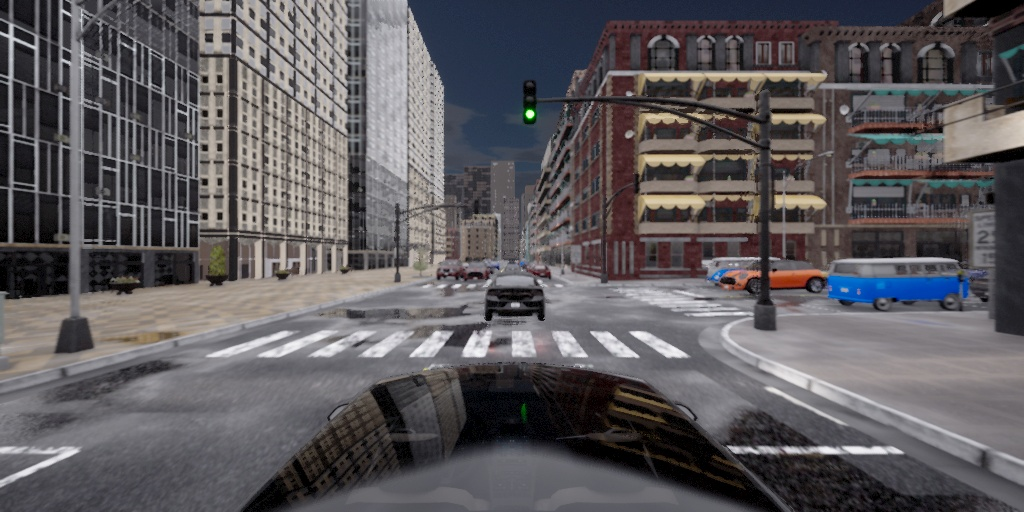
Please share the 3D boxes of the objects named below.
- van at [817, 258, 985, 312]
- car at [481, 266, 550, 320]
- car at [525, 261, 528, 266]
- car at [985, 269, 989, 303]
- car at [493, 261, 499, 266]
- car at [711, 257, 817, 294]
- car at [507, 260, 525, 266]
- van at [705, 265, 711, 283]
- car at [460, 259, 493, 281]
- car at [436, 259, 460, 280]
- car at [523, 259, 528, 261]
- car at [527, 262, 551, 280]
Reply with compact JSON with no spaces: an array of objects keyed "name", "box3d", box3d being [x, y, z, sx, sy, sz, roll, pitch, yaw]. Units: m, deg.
[{"name":"van","box3d":[13.739,0.963,12.838,3.998,1.789,1.690,0,0,0]},{"name":"car","box3d":[0.097,1.289,12.966,1.882,1.535,5.008,0,0,0]},{"name":"car","box3d":[2.680,1.509,39.169,1.888,1.381,4.507,0,0,0]},{"name":"car","box3d":[19.340,1.096,12.873,4.403,1.370,2.007,0,0,0]},{"name":"car","box3d":[-3.083,1.536,43.637,2.033,1.411,5.357,0,0,0]},{"name":"car","box3d":[13.305,0.983,18.598,4.553,1.767,2.097,-1,0,-1]},{"name":"car","box3d":[0.092,1.521,40.944,2.033,1.411,5.357,0,0,0]},{"name":"van","box3d":[13.715,0.968,21.219,3.998,1.789,1.690,0,0,0]},{"name":"car","box3d":[-3.077,1.273,31.973,2.097,1.767,4.553,0,0,-1]},{"name":"car","box3d":[-5.699,1.245,33.641,2.192,1.841,5.009,0,0,0]},{"name":"car","box3d":[2.679,1.436,44.697,1.967,1.591,4.097,0,0,0]},{"name":"car","box3d":[2.681,1.476,33.642,1.888,1.381,4.507,0,0,0]}]
